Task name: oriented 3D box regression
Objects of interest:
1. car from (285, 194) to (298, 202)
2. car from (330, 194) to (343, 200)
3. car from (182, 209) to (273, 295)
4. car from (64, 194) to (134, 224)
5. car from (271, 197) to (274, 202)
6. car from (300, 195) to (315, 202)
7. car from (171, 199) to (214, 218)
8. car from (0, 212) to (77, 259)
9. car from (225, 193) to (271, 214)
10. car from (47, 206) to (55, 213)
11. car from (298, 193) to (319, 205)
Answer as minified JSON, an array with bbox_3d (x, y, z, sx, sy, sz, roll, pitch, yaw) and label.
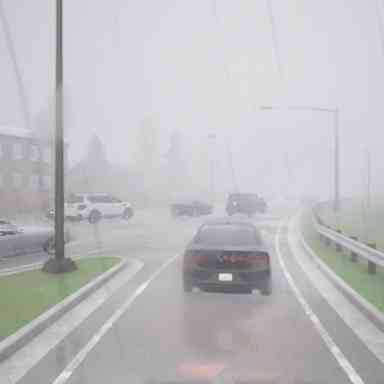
[{"bbox_3d":[21.228,1.252,70.854,1.837,1.490,4.892,0,0,31],"label":"car"},{"bbox_3d":[35.883,1.263,81.818,1.994,1.385,4.181,0,0,31],"label":"car"},{"bbox_3d":[0.964,1.447,8.738,1.882,1.535,5.008,0,0,8],"label":"car"},{"bbox_3d":[-6.612,1.139,24.060,2.150,2.045,5.566,0,0,31],"label":"car"},{"bbox_3d":[15.078,1.365,67.246,1.895,1.301,4.718,0,0,31],"label":"car"},{"bbox_3d":[23.717,1.318,68.154,1.994,1.385,4.181,0,0,31],"label":"car"},{"bbox_3d":[0.133,1.378,28.536,1.882,1.535,5.008,0,0,31],"label":"car"},{"bbox_3d":[-6.392,1.564,10.778,1.895,1.301,4.718,0,0,31],"label":"car"},{"bbox_3d":[4.926,1.118,29.738,2.150,2.045,5.566,0,0,31],"label":"car"},{"bbox_3d":[-9.334,1.473,26.332,1.994,1.385,4.181,0,0,31],"label":"car"},{"bbox_3d":[18.787,1.165,52.926,2.097,1.767,4.553,0,0,31],"label":"car"}]
